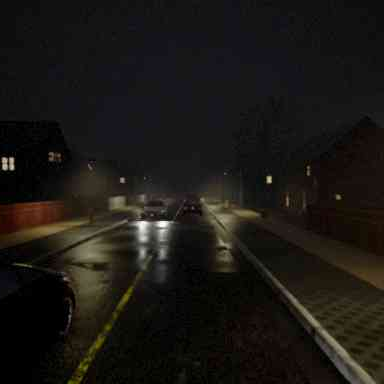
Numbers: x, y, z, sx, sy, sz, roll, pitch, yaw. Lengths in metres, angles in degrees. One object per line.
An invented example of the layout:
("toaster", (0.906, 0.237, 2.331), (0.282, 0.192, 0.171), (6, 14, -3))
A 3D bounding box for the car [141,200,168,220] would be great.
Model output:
("car", (-2.900, 1.383, 26.497), (1.812, 1.442, 4.674), (0, 0, 0))

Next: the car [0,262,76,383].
("car", (-2.849, 1.544, 3.661), (1.994, 1.385, 4.181), (0, 0, 0))

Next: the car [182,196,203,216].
("car", (0.060, 1.384, 30.353), (2.033, 1.411, 5.357), (0, 0, 0))
